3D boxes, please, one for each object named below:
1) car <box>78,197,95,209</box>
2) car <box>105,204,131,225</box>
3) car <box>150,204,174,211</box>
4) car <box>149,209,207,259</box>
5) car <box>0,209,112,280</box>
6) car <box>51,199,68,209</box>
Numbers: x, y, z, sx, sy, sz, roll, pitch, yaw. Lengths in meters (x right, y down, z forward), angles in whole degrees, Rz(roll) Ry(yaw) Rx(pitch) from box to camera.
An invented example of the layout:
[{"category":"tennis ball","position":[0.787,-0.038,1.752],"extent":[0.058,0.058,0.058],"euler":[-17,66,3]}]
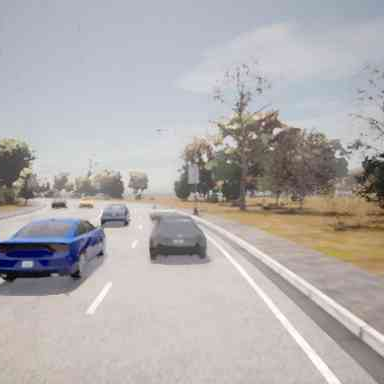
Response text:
[{"category":"car","position":[-14.555,1.488,45.889],"extent":[1.882,1.535,5.008],"euler":[0,0,-18]},{"category":"car","position":[-5.502,1.555,24.220],"extent":[2.033,1.411,5.357],"euler":[0,0,-9]},{"category":"car","position":[-2.425,1.607,26.921],"extent":[1.895,1.301,4.718],"euler":[0,0,-10]},{"category":"car","position":[-0.582,1.565,12.675],"extent":[1.994,1.385,4.181],"euler":[0,0,-4]},{"category":"car","position":[-3.885,1.484,10.002],"extent":[1.882,1.535,5.008],"euler":[0,0,-4]},{"category":"car","position":[-18.102,1.609,45.509],"extent":[1.895,1.301,4.718],"euler":[0,0,-18]}]
